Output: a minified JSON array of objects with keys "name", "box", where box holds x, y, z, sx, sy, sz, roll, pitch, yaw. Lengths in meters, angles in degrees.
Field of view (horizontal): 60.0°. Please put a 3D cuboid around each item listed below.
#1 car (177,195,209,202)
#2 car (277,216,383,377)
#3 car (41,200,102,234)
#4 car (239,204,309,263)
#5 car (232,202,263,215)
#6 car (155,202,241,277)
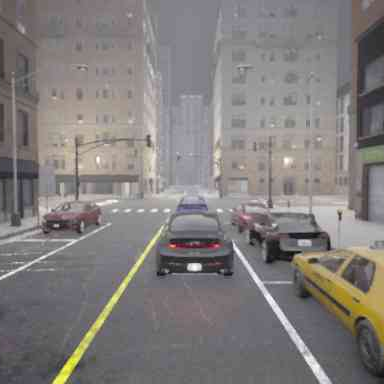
[{"name":"car","box":[0.051,0.916,20.733,1.882,1.535,5.008,0,2,1]},{"name":"car","box":[2.870,1.382,5.136,1.752,1.417,4.829,-1,2,0]},{"name":"car","box":[-5.668,1.110,16.138,1.887,1.381,4.507,-1,2,0]},{"name":"car","box":[2.874,1.277,10.552,1.947,1.339,4.313,-1,2,0]},{"name":"car","box":[2.878,1.143,16.136,1.802,1.307,4.206,-1,2,0]},{"name":"car","box":[0.070,1.250,9.389,1.837,1.490,4.892,0,2,0]}]
